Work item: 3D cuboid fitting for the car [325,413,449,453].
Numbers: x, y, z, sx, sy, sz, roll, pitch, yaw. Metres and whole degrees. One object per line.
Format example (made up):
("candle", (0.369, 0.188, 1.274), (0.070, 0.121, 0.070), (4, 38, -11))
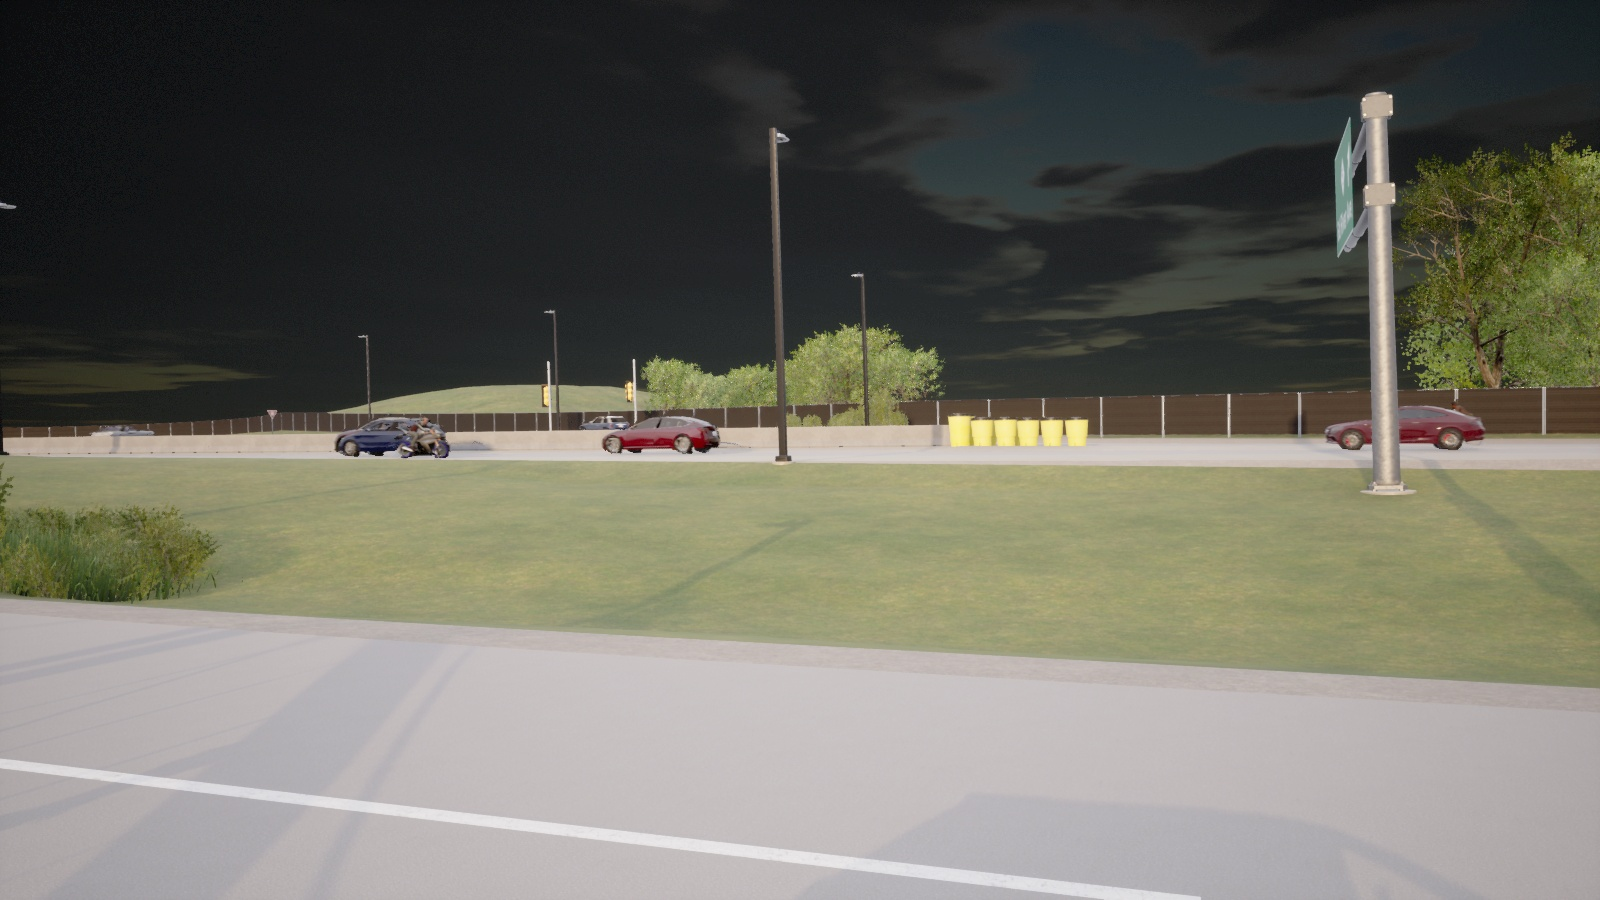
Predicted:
("car", (-17.816, -0.721, 54.210), (4.856, 1.649, 2.033), (0, 1, 20))

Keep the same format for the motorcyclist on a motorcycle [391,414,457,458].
("motorcyclist on a motorcycle", (-13.543, -0.506, 45.211), (2.191, 1.530, 0.866), (0, 1, 20))

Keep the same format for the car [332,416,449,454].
("car", (-16.260, -0.583, 49.922), (4.193, 1.474, 1.816), (0, 1, 20))

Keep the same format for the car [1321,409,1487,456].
("car", (19.459, -0.556, 40.661), (4.674, 1.442, 1.812), (0, 1, 20))

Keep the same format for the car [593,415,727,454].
("car", (-5.536, -0.625, 49.747), (4.792, 1.488, 2.163), (0, 1, 20))

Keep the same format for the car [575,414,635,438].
("car", (-12.530, -1.553, 80.495), (1.970, 1.475, 3.806), (-2, 2, -43))
